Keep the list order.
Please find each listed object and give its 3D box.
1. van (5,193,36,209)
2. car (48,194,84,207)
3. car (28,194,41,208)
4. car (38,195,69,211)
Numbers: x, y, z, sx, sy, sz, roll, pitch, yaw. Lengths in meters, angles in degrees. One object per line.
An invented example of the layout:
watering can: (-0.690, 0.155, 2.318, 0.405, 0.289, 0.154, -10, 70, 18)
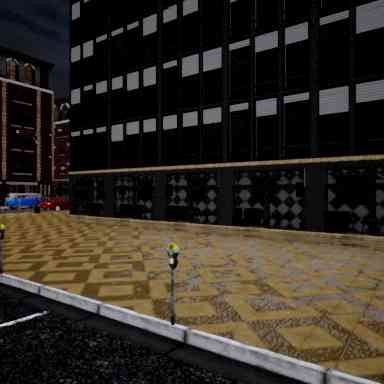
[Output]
van: (-19.988, 1.050, 39.590, 1.690, 1.788, 3.998, 1, 1, 35)
car: (-16.751, 1.079, 44.230, 1.967, 1.590, 4.097, 1, 1, 35)
car: (-16.766, 1.252, 39.915, 1.994, 1.385, 4.181, 0, 1, 35)
car: (-13.512, 1.269, 35.105, 1.887, 1.381, 4.507, 1, 1, 35)
